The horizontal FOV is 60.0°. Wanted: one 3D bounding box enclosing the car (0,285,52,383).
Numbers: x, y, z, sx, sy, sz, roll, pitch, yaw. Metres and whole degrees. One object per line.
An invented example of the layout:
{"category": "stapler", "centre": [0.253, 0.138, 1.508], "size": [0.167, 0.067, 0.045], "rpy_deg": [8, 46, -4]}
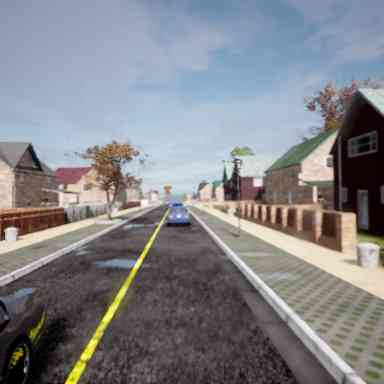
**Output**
{"category": "car", "centre": [-2.777, 1.619, 2.370], "size": [2.033, 1.411, 5.357], "rpy_deg": [-1, -1, -3]}

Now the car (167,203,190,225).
{"category": "car", "centre": [-1.107, 1.930, 27.600], "size": [2.033, 1.411, 5.357], "rpy_deg": [-1, -1, -3]}
